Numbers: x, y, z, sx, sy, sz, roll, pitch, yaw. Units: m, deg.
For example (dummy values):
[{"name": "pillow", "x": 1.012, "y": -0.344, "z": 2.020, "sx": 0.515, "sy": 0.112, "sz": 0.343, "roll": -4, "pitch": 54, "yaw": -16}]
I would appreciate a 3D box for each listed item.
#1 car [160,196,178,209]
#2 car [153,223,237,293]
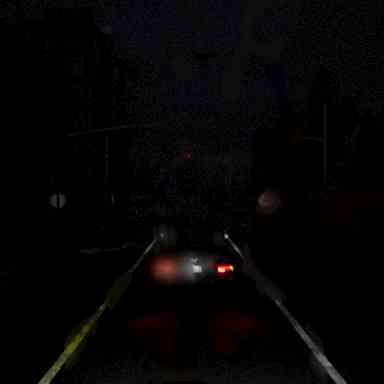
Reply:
[{"name": "car", "x": -3.512, "y": 1.579, "z": 47.493, "sx": 2.033, "sy": 1.411, "sz": 5.357, "roll": 0, "pitch": 0, "yaw": 0}, {"name": "car", "x": 0.074, "y": 1.554, "z": 9.011, "sx": 2.033, "sy": 1.411, "sz": 5.357, "roll": 0, "pitch": 0, "yaw": 0}]
